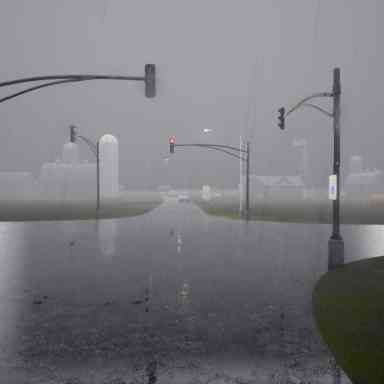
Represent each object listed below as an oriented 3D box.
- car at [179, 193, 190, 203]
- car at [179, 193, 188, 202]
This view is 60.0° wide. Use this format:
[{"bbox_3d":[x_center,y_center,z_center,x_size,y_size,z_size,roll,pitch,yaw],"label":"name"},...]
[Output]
[{"bbox_3d":[-1.498,1.557,69.868,1.812,1.442,4.674,0,0,-3],"label":"car"},{"bbox_3d":[-2.080,1.194,79.902,2.150,2.045,5.566,0,0,-4],"label":"car"}]
